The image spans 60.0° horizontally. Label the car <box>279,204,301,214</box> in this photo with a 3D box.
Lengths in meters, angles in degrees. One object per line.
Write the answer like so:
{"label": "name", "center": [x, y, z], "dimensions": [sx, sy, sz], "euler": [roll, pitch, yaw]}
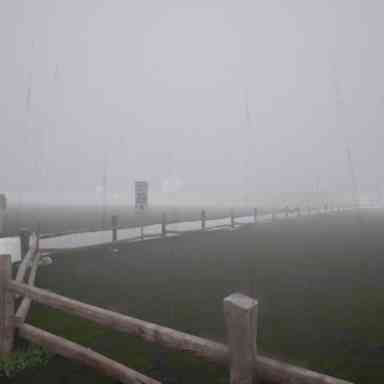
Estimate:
{"label": "car", "center": [14.622, 2.458, 49.424], "dimensions": [2.033, 1.411, 5.357], "euler": [-1, -1, 35]}
